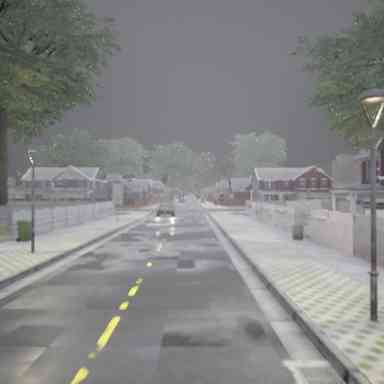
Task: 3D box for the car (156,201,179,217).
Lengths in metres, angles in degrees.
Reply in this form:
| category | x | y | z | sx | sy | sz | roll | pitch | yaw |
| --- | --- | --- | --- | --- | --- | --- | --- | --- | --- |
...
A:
| category | x | y | z | sx | sy | sz | roll | pitch | yaw |
| --- | --- | --- | --- | --- | --- | --- | --- | --- | --- |
| car | -2.779 | 1.871 | 36.439 | 1.837 | 1.490 | 4.892 | 0 | -1 | 0 |

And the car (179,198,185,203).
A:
| category | x | y | z | sx | sy | sz | roll | pitch | yaw |
| --- | --- | --- | --- | --- | --- | --- | --- | --- | --- |
| car | -2.810 | 2.428 | 92.469 | 2.033 | 1.411 | 5.357 | 0 | -1 | 0 |
